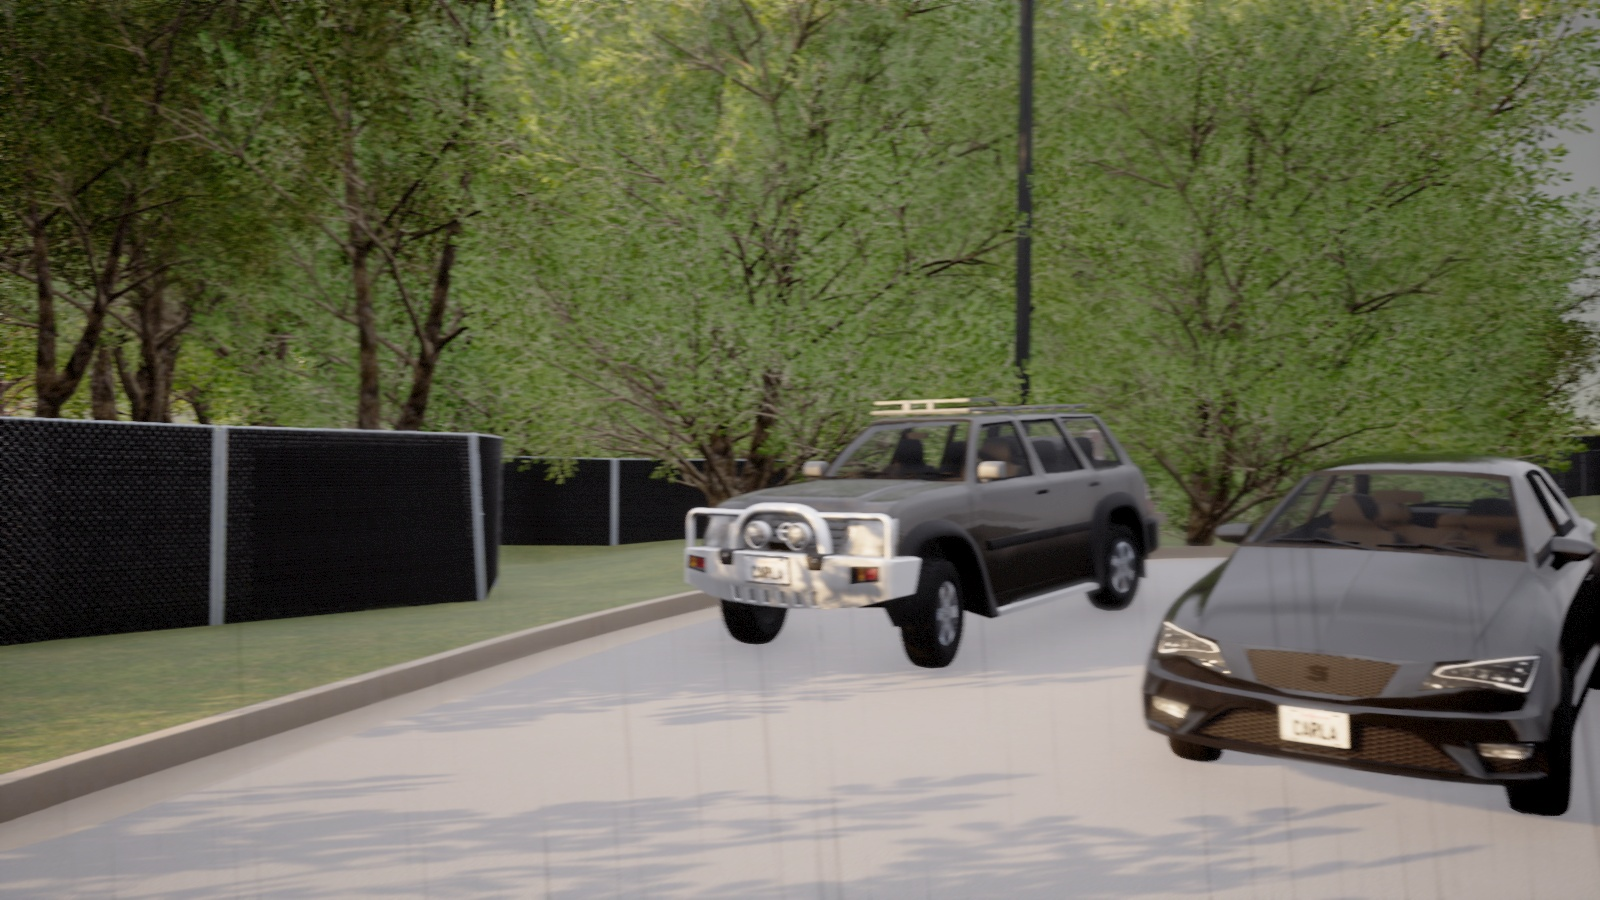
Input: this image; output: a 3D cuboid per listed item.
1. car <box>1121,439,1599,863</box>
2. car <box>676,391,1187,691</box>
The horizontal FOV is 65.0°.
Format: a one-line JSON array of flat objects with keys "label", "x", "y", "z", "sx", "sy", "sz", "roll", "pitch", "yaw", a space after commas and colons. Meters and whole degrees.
[{"label": "car", "x": 3.503, "y": 0.764, "z": 7.078, "sx": 1.816, "sy": 1.474, "sz": 4.193, "roll": 0, "pitch": 3, "yaw": 37}, {"label": "car", "x": 1.333, "y": 0.514, "z": 10.420, "sx": 1.932, "sy": 1.855, "sz": 4.605, "roll": -1, "pitch": 2, "yaw": 39}]
